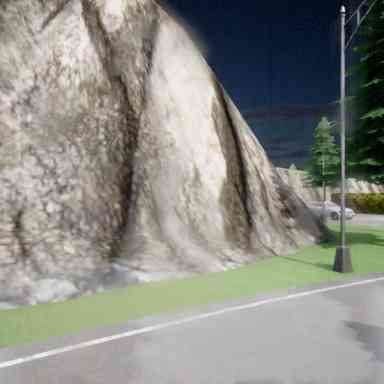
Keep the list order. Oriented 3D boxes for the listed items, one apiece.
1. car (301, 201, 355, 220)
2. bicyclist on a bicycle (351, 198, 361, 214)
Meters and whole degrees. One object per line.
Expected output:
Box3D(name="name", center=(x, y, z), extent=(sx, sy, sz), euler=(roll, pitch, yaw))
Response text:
Box3D(name="car", center=(11.287, 1.524, 27.983), extent=(1.812, 1.442, 4.674), euler=(0, 0, -28))
Box3D(name="bicyclist on a bicycle", center=(16.458, 1.451, 33.365), extent=(1.656, 1.620, 0.582), euler=(0, 0, -28))
